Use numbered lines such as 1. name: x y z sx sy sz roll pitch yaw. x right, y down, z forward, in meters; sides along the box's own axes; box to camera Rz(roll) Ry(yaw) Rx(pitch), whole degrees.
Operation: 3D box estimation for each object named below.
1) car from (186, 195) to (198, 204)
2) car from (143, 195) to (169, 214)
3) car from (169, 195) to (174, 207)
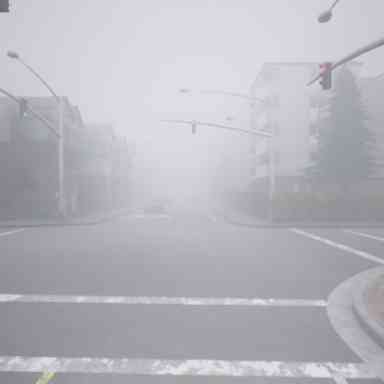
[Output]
1. car: 0.000 1.233 54.355 2.033 1.411 5.357 0 0 0
2. car: -3.583 1.316 32.594 1.837 1.490 4.892 0 0 0
3. car: -3.565 1.233 46.929 1.837 1.490 4.892 0 0 0
